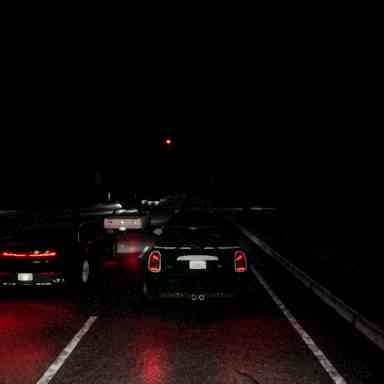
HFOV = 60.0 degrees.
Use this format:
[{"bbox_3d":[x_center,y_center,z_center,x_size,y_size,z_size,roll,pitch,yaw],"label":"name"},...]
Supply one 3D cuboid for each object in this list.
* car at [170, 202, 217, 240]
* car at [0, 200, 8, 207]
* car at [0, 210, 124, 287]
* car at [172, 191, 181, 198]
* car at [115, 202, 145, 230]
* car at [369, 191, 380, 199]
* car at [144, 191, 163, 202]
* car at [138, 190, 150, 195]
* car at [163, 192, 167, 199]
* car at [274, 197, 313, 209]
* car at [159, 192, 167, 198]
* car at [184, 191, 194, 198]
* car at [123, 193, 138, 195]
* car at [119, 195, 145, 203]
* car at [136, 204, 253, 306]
[{"bbox_3d":[0.089,1.388,17.348,2.128,1.511,4.902,0,0,1],"label":"car"},{"bbox_3d":[-25.199,1.295,40.432,4.718,1.301,1.895,0,0,-1],"label":"car"},{"bbox_3d":[-3.400,1.468,9.210,1.837,1.490,4.892,0,0,0],"label":"car"},{"bbox_3d":[-4.014,0.692,85.661,1.837,1.490,4.892,0,1,-4],"label":"car"},{"bbox_3d":[-3.405,1.487,18.530,1.895,1.301,4.718,0,1,0],"label":"car"},{"bbox_3d":[22.742,0.923,39.805,5.566,2.045,2.150,0,0,-4],"label":"car"},{"bbox_3d":[-7.088,1.048,62.099,2.033,1.411,5.357,0,1,0],"label":"car"},{"bbox_3d":[-10.549,0.783,68.793,2.097,1.767,4.553,0,1,0],"label":"car"},{"bbox_3d":[-7.111,0.907,73.839,2.033,1.411,5.357,0,1,-1],"label":"car"},{"bbox_3d":[12.191,1.306,39.206,4.718,1.301,1.895,0,1,-3],"label":"car"},{"bbox_3d":[-7.691,0.678,88.621,2.033,1.411,5.357,0,1,-3],"label":"car"},{"bbox_3d":[-0.539,0.707,86.157,1.812,1.442,4.674,0,1,-4],"label":"car"},{"bbox_3d":[-10.606,1.067,54.042,2.128,1.511,4.902,0,1,0],"label":"car"},{"bbox_3d":[-7.110,1.306,39.170,1.895,1.301,4.718,0,0,0],"label":"car"},{"bbox_3d":[0.101,1.323,8.152,2.097,1.767,4.553,0,0,0],"label":"car"}]
